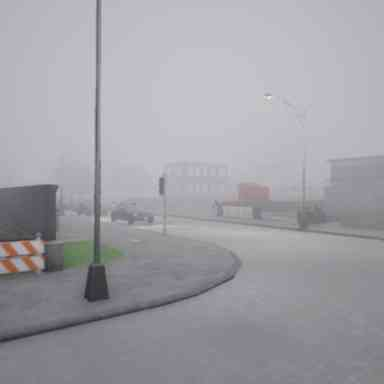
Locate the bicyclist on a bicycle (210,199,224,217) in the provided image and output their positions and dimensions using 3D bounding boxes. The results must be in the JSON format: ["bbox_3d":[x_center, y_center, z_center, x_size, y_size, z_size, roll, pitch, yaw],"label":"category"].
[{"bbox_3d":[2.253,1.490,30.236,1.656,1.620,0.582,0,0,-36],"label":"bicyclist on a bicycle"}]

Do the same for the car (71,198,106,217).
[{"bbox_3d":[-9.974,1.569,32.915,2.128,1.511,4.902,1,0,-35],"label":"car"}]

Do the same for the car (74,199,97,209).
[{"bbox_3d":[-15.272,1.670,47.466,1.994,1.385,4.181,1,0,-35],"label":"car"}]

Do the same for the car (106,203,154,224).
[{"bbox_3d":[-4.642,1.604,25.473,1.812,1.442,4.674,1,0,-36],"label":"car"}]

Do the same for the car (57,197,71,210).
[{"bbox_3d":[-15.801,1.602,41.112,1.812,1.442,4.674,1,0,-35],"label":"car"}]

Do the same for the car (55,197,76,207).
[{"bbox_3d":[-21.157,1.596,55.630,2.128,1.511,4.902,1,0,-36],"label":"car"}]
